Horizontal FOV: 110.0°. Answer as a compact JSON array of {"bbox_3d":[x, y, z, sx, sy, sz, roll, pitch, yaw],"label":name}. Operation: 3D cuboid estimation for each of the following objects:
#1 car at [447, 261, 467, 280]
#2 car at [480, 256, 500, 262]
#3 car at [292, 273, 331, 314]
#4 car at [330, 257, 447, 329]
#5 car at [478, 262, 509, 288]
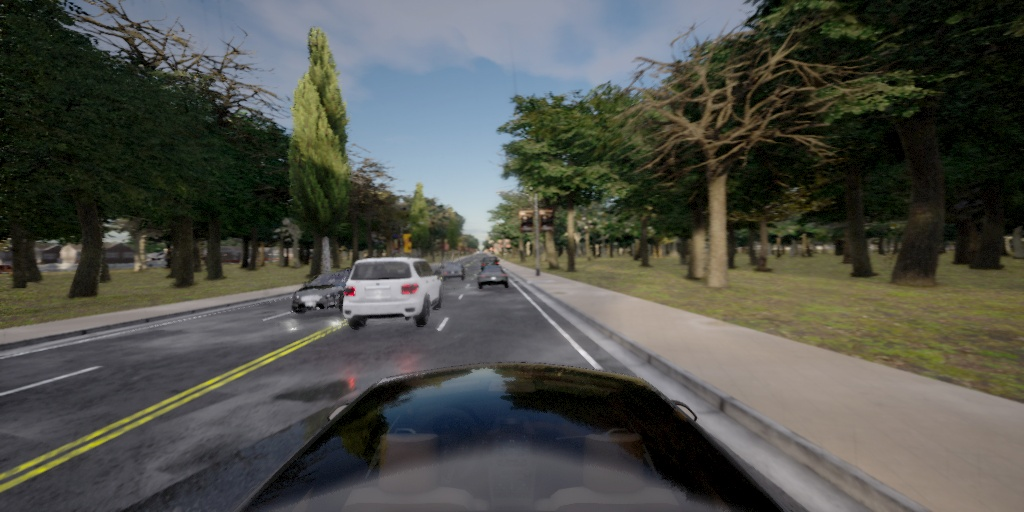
[{"bbox_3d":[-5.108,1.448,32.399,2.033,1.411,5.357,-2,0,-4],"label":"car"},{"bbox_3d":[-2.590,1.054,42.730,2.150,2.045,5.566,-2,0,-4],"label":"car"},{"bbox_3d":[-7.376,1.453,15.240,2.128,1.511,4.902,-2,0,-4],"label":"car"},{"bbox_3d":[-3.708,1.077,12.094,2.150,2.045,5.566,-2,0,-4],"label":"car"},{"bbox_3d":[-1.299,1.353,24.354,1.994,1.385,4.181,-2,0,-4],"label":"car"}]
